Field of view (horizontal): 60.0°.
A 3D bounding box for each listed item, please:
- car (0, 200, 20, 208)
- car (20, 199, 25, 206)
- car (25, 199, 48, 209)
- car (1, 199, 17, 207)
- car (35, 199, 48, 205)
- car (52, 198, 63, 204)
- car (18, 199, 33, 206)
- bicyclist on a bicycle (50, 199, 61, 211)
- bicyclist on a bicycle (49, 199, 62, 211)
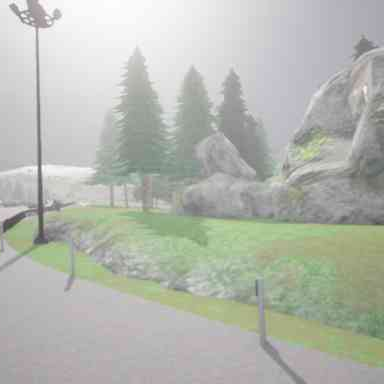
[{"bbox_3d":[-36.417,2.398,67.553,2.128,1.511,4.902,-1,0,-13],"label":"car"},{"bbox_3d":[-33.014,2.330,68.366,2.033,1.411,5.357,-1,0,-13],"label":"car"},{"bbox_3d":[-26.709,2.155,57.456,2.033,1.411,5.357,-1,0,-13],"label":"car"},{"bbox_3d":[-42.241,2.502,76.874,2.128,1.511,4.902,-1,0,-13],"label":"car"},{"bbox_3d":[-35.440,2.407,78.530,1.895,1.301,4.718,-1,0,-13],"label":"car"},{"bbox_3d":[-32.030,2.303,79.310,1.837,1.490,4.892,-1,0,-13],"label":"car"},{"bbox_3d":[-38.838,2.419,77.688,2.128,1.511,4.902,-1,0,-13],"label":"car"},{"bbox_3d":[-18.920,1.847,45.747,1.656,1.620,0.582,0,0,-20],"label":"bicyclist on a bicycle"},{"bbox_3d":[-19.152,1.853,46.712,1.656,1.620,0.582,0,-2,8],"label":"bicyclist on a bicycle"}]
